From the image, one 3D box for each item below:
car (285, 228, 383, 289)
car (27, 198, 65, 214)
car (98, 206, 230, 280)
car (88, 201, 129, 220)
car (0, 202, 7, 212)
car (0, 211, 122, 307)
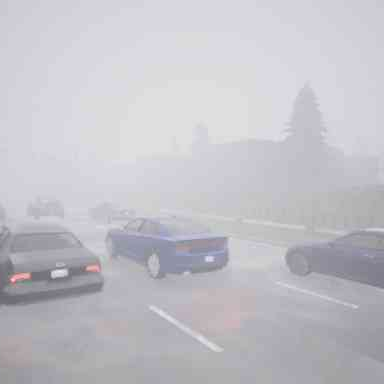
[{"bbox_3d":[4.498,1.607,8.171,1.812,1.442,4.674,1,0,-35],"label":"car"},{"bbox_3d":[-10.520,1.142,23.853,2.128,1.511,4.902,1,0,-35],"label":"car"},{"bbox_3d":[-0.973,1.416,9.970,1.882,1.535,5.008,1,0,-34],"label":"car"},{"bbox_3d":[-5.438,1.329,22.638,2.033,1.411,5.357,1,0,-35],"label":"car"},{"bbox_3d":[-13.694,1.141,22.292,1.994,1.385,4.181,1,0,-35],"label":"car"},{"bbox_3d":[-3.763,1.424,7.856,2.033,1.411,5.357,1,0,-35],"label":"car"}]
